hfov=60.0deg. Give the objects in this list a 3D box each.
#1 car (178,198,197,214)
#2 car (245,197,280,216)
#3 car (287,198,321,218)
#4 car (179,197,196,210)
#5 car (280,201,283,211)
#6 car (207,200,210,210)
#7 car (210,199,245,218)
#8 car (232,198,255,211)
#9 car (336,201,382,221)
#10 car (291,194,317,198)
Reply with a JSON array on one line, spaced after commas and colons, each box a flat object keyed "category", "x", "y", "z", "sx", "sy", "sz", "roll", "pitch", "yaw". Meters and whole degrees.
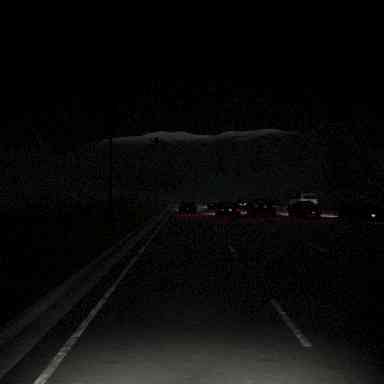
[{"category": "car", "x": -0.441, "y": 1.492, "z": 35.567, "sx": 2.128, "sy": 1.511, "sz": 4.902, "roll": 0, "pitch": 0, "yaw": -1}, {"category": "car", "x": 6.608, "y": 1.352, "z": 32.283, "sx": 2.097, "sy": 1.767, "sz": 4.553, "roll": 0, "pitch": 0, "yaw": -1}, {"category": "car", "x": 10.142, "y": 1.526, "z": 30.204, "sx": 1.812, "sy": 1.442, "sz": 4.674, "roll": 0, "pitch": 0, "yaw": -1}, {"category": "car", "x": -0.592, "y": 1.491, "z": 44.980, "sx": 2.128, "sy": 1.511, "sz": 4.902, "roll": 0, "pitch": 0, "yaw": -1}, {"category": "car", "x": 9.964, "y": 1.491, "z": 41.674, "sx": 2.128, "sy": 1.511, "sz": 4.902, "roll": 0, "pitch": 0, "yaw": -1}, {"category": "car", "x": 2.945, "y": 1.601, "z": 42.798, "sx": 1.895, "sy": 1.301, "sz": 4.718, "roll": 0, "pitch": 0, "yaw": -1}, {"category": "car", "x": 3.144, "y": 1.548, "z": 30.315, "sx": 2.033, "sy": 1.411, "sz": 5.357, "roll": 0, "pitch": 0, "yaw": -1}, {"category": "car", "x": 6.452, "y": 1.547, "z": 42.434, "sx": 2.033, "sy": 1.411, "sz": 5.357, "roll": 0, "pitch": 0, "yaw": -1}, {"category": "car", "x": 13.684, "y": 1.506, "z": 27.573, "sx": 1.837, "sy": 1.490, "sz": 4.892, "roll": 0, "pitch": 0, "yaw": -1}, {"category": "car", "x": 13.488, "y": 1.221, "z": 40.524, "sx": 2.150, "sy": 2.045, "sz": 5.566, "roll": 0, "pitch": 0, "yaw": -1}]
